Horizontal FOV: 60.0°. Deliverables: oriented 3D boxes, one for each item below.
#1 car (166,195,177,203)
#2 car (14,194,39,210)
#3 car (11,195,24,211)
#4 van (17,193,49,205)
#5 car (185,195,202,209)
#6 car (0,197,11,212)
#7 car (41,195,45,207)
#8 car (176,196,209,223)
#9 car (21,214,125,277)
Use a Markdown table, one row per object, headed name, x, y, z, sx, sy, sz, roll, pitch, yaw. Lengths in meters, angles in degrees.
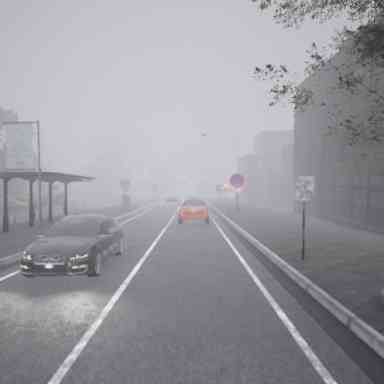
| name | x | y | z | sx | sy | sz | roll | pitch | yaw |
| --- | --- | --- | --- | --- | --- | --- | --- | --- | --- |
| car | -3.195 | 1.169 | 53.956 | 1.895 | 1.301 | 4.718 | 0 | 1 | 0 |
| car | -21.890 | 1.390 | 40.022 | 5.366 | 1.575 | 1.946 | 0 | 0 | 0 |
| car | -22.104 | 1.428 | 37.248 | 4.792 | 1.488 | 2.163 | 0 | 0 | 0 |
| van | -21.961 | 1.157 | 45.572 | 4.442 | 1.987 | 1.878 | 0 | 0 | 0 |
| car | 0.143 | 1.222 | 41.959 | 2.033 | 1.411 | 5.357 | 0 | 3 | 0 |
| car | -22.068 | 1.405 | 34.473 | 4.892 | 1.521 | 2.231 | 0 | 0 | 0 |
| car | -22.107 | 1.418 | 42.799 | 4.792 | 1.488 | 2.163 | 0 | 0 | 0 |
| car | 0.125 | 1.270 | 24.543 | 2.097 | 1.767 | 4.553 | 0 | 0 | 0 |
| car | -3.339 | 1.482 | 10.188 | 1.837 | 1.490 | 4.892 | 0 | 0 | 0 |
